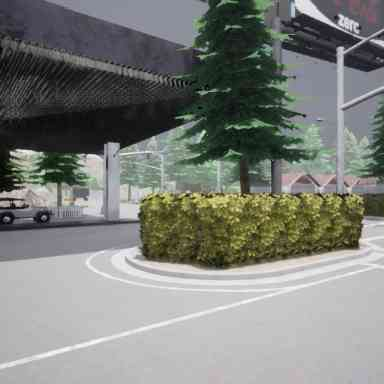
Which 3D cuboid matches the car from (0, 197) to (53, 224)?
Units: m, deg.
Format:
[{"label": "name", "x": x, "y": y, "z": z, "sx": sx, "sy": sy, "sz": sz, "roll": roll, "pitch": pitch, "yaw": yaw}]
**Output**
[{"label": "car", "x": -12.017, "y": 1.313, "z": 23.451, "sx": 3.866, "sy": 1.878, "sz": 1.905, "roll": 0, "pitch": 0, "yaw": -36}]
